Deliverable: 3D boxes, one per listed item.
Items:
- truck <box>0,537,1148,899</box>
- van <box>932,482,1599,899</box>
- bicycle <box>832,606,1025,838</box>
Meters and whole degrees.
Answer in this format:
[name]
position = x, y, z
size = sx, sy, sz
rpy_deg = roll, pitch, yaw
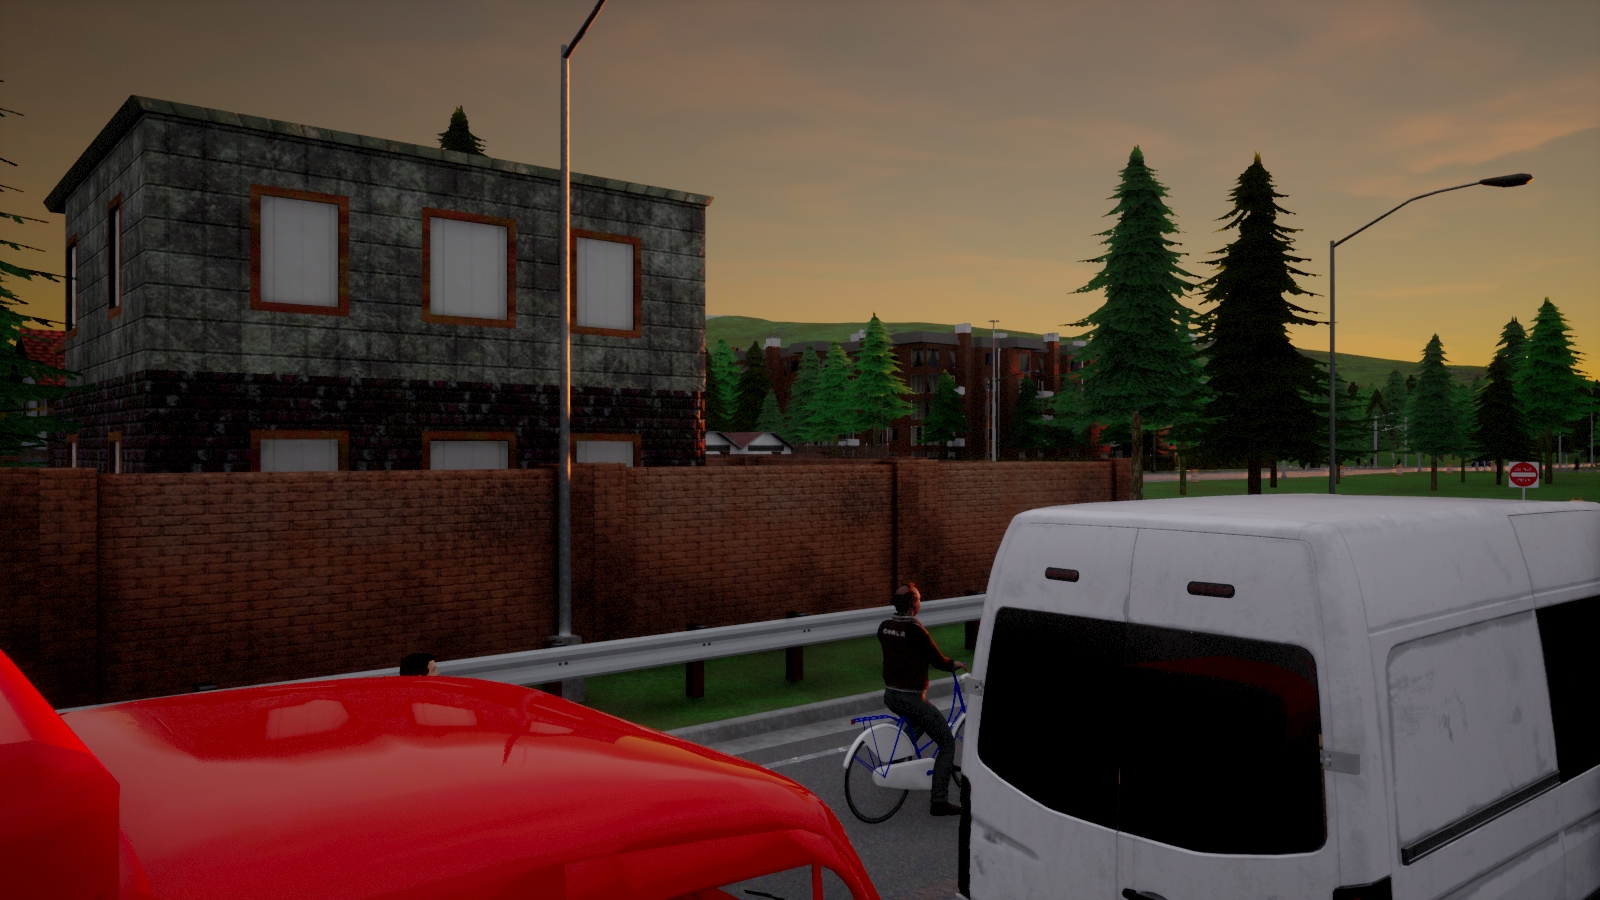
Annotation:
[truck]
position = -2.109, 1.568, 1.686
size = 5.204, 2.467, 2.627
rpy_deg = 0, 0, -40
[van]
position = 3.509, 1.534, 6.458
size = 5.915, 2.561, 1.988
rpy_deg = 0, 0, -40
[bicycle]
position = 1.045, 2.060, 8.955
size = 1.835, 1.471, 0.329
rpy_deg = 0, 0, -40
